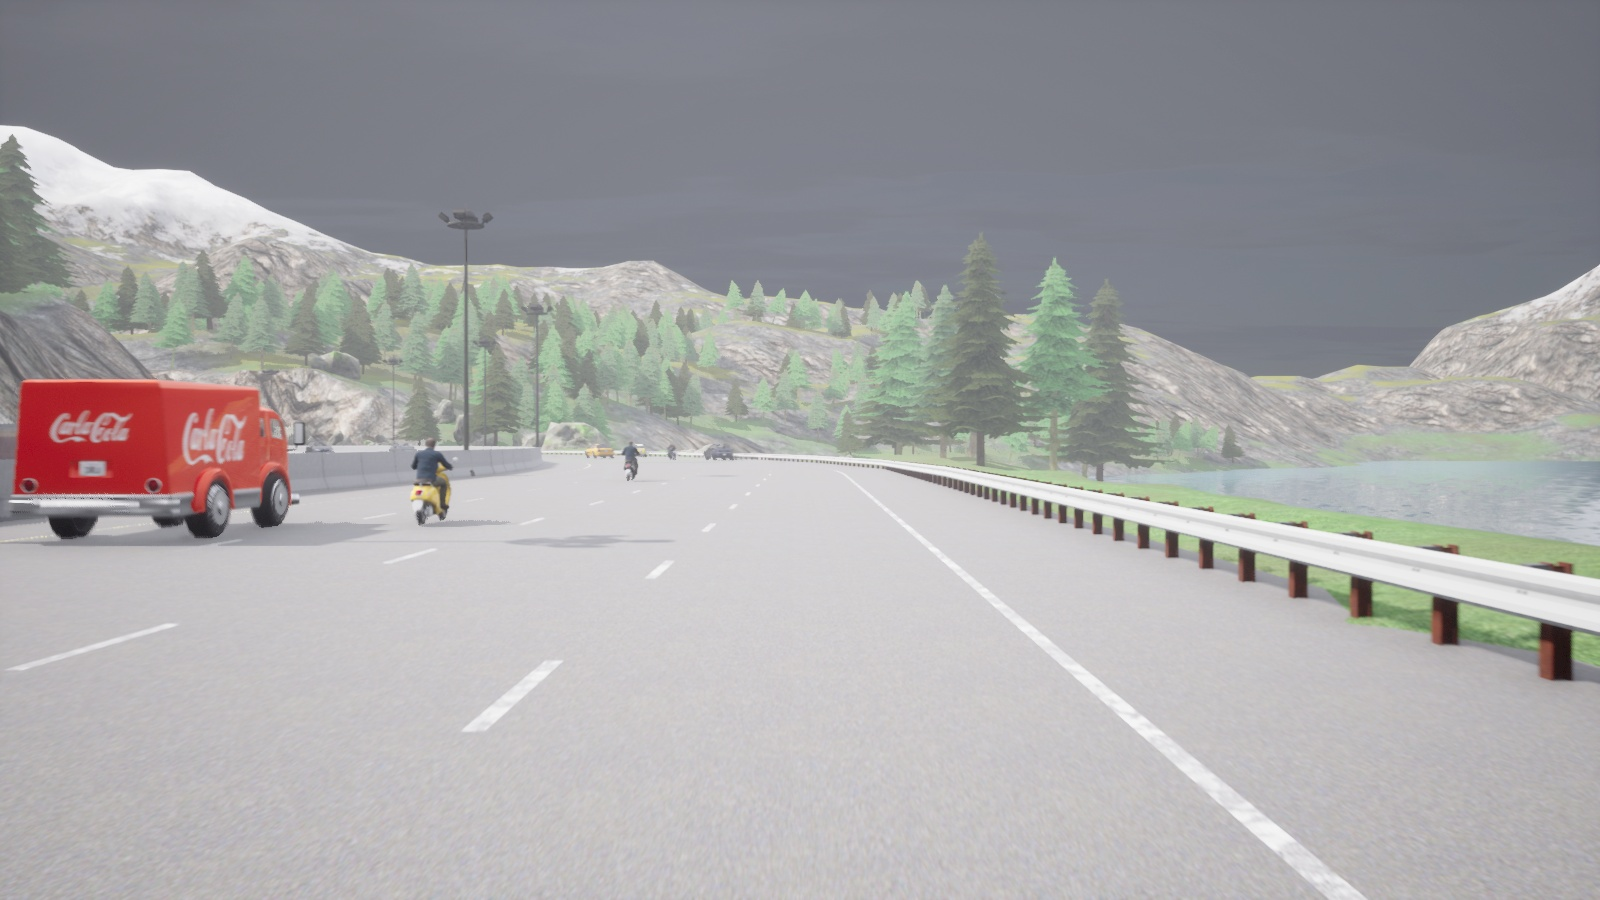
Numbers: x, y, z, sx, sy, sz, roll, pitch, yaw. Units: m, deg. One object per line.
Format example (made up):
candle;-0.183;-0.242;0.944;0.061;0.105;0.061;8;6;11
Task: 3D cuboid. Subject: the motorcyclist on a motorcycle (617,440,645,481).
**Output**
motorcyclist on a motorcycle;-6.698;0.413;49.894;0.866;1.590;1.817;0;0;0

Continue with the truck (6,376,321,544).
truck;-10.363;0.132;21.099;2.627;2.467;5.204;0;0;0

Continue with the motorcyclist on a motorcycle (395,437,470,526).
motorcyclist on a motorcycle;-6.850;0.562;23.490;0.866;1.590;1.817;0;0;0
